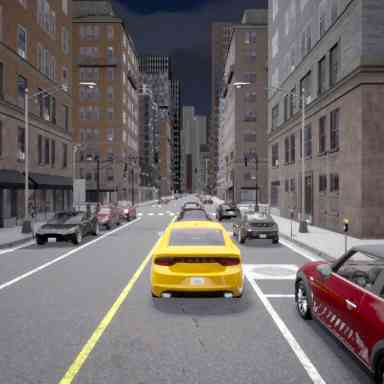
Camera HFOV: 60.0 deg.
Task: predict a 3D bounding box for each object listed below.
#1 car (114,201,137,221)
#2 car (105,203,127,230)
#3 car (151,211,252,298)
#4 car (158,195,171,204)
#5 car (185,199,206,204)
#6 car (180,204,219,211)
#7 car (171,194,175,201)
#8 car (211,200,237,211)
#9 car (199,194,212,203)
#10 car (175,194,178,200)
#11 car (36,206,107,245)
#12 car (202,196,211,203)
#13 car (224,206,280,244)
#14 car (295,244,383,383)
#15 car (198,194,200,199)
[{"bbox_3d":[-5.651,1.444,26.633,1.967,1.590,4.097,0,0,0],"label":"car"},{"bbox_3d":[-5.655,1.584,21.132,1.802,1.307,4.206,0,0,0],"label":"car"},{"bbox_3d":[0.100,1.478,8.552,1.882,1.535,5.008,0,0,0],"label":"car"},{"bbox_3d":[-5.590,1.626,63.736,1.802,1.307,4.206,0,0,0],"label":"car"},{"bbox_3d":[0.019,1.529,26.356,1.812,1.442,4.674,0,0,2],"label":"car"},{"bbox_3d":[0.119,1.565,17.545,1.994,1.385,4.181,0,0,0],"label":"car"},{"bbox_3d":[-5.562,1.616,74.553,2.008,1.369,4.403,0,0,0],"label":"car"},{"bbox_3d":[2.875,1.569,26.627,1.947,1.339,4.313,0,0,0],"label":"car"},{"bbox_3d":[2.934,1.484,63.717,1.967,1.590,4.097,0,0,0],"label":"car"},{"bbox_3d":[-5.523,1.638,90.608,1.752,1.417,4.829,0,0,0],"label":"car"},{"bbox_3d":[-5.658,1.567,15.630,1.947,1.339,4.313,0,0,0],"label":"car"},{"bbox_3d":[2.949,1.580,69.296,1.752,1.417,4.829,0,0,0],"label":"car"},{"bbox_3d":[2.867,1.552,15.624,2.008,1.369,4.403,0,0,0],"label":"car"},{"bbox_3d":[2.859,1.440,4.621,1.967,1.590,4.097,0,0,0],"label":"car"},{"bbox_3d":[2.962,1.616,74.535,2.008,1.369,4.403,0,0,0],"label":"car"}]
